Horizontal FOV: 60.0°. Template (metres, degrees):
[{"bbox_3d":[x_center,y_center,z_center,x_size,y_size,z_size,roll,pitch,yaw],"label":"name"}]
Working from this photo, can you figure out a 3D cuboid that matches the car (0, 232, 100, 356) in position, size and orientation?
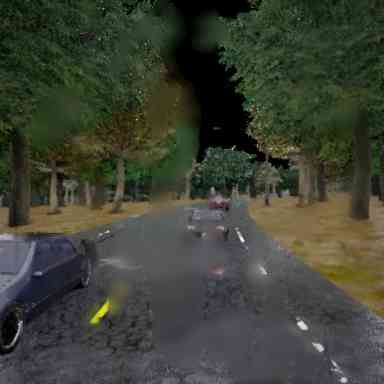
[{"bbox_3d":[-3.330,1.514,6.283,2.033,1.411,5.357,0,0,2],"label":"car"}]

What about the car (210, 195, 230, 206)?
[{"bbox_3d":[3.198,1.102,37.743,2.097,1.767,4.553,0,0,9],"label":"car"}]

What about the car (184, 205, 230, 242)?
[{"bbox_3d":[0.740,1.509,15.918,1.895,1.301,4.718,0,0,4],"label":"car"}]
